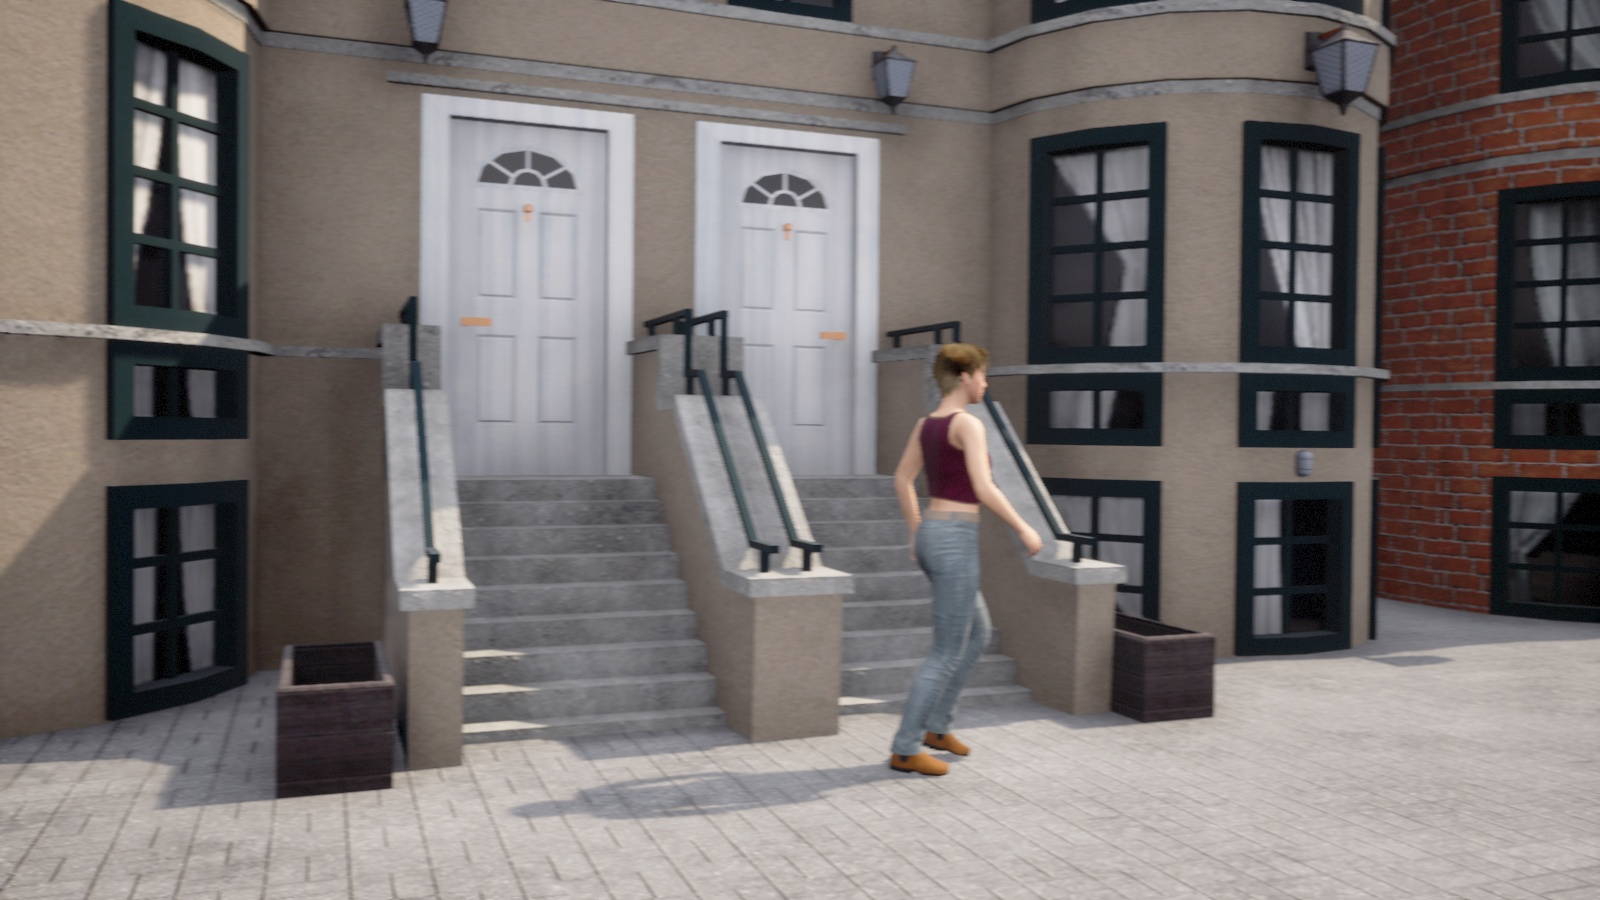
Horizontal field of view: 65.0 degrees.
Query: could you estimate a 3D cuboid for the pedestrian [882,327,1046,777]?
[{"bbox_3d":[0.697,0.413,5.368,0.594,1.836,0.345,-1,1,-16],"label":"pedestrian"}]
